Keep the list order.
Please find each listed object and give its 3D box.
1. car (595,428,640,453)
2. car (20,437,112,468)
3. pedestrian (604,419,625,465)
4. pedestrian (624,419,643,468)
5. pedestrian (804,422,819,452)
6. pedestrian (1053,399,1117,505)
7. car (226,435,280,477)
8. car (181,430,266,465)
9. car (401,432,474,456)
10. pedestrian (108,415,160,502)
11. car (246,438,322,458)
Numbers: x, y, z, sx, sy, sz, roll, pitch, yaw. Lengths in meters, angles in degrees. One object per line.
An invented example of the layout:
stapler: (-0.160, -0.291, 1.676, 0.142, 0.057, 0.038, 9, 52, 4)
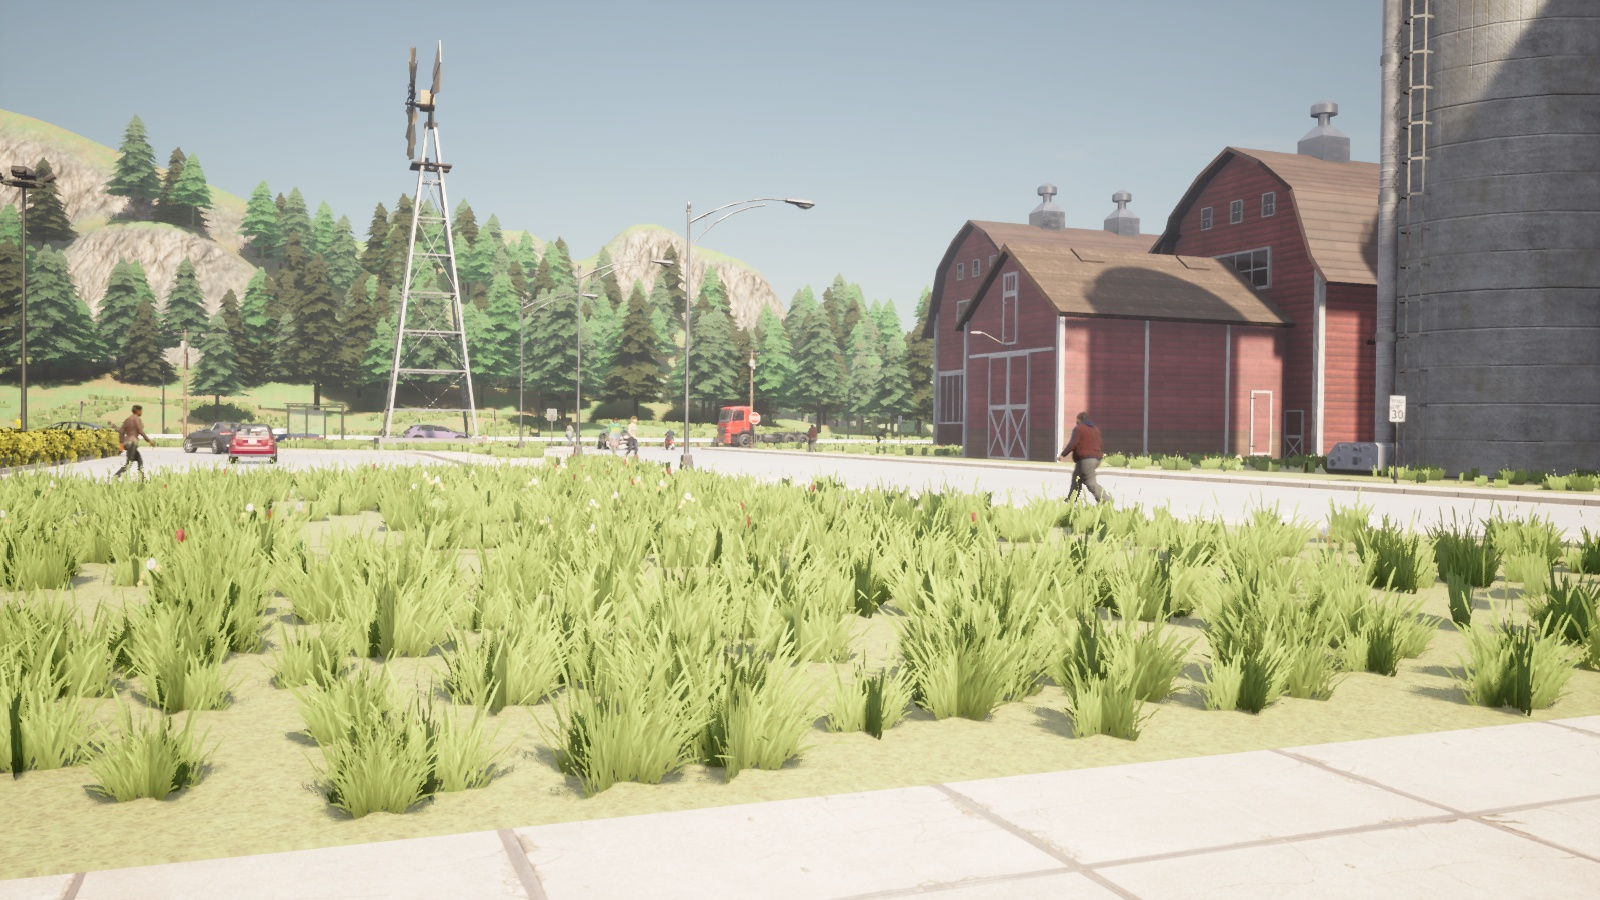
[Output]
car: (-12.761, -0.645, 87.599, 2.242, 1.667, 4.611, -1, 1, -19)
car: (-37.941, 0.129, 65.002, 3.705, 1.549, 1.789, -1, 1, -10)
pedestrian: (-7.951, -0.336, 53.792, 0.659, 1.952, 0.873, -1, 1, -22)
pedestrian: (-6.202, -0.239, 46.703, 0.594, 1.836, 0.345, 0, 1, 36)
pedestrian: (0.704, -0.798, 76.446, 0.634, 1.844, 0.899, -1, 1, -22)
pedestrian: (5.087, 0.034, 22.419, 0.634, 1.844, 0.899, -1, 1, -43)
car: (-21.518, 0.206, 49.498, 1.789, 1.549, 3.705, -1, 1, -21)
car: (-29.348, -0.145, 63.852, 5.027, 1.651, 2.152, 0, 1, 43)
car: (-26.073, -0.458, 90.220, 4.856, 1.649, 2.033, -1, 1, -21)
pedestrian: (-14.149, 0.172, 26.689, 0.328, 1.805, 0.869, 0, 1, 39)
car: (-35.537, -0.126, 86.605, 4.718, 1.301, 1.895, -1, 1, -21)
